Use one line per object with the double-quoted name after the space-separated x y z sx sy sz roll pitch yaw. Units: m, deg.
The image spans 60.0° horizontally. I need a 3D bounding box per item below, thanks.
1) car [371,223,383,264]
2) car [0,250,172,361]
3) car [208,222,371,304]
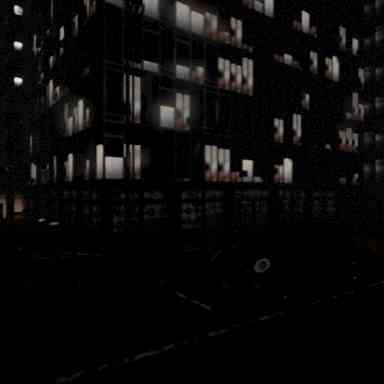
6.839 1.652 11.442 4.829 1.417 1.752 1 -1 -35 "car"
-2.279 1.592 4.942 4.206 1.307 1.802 1 -1 -35 "car"
2.350 1.509 8.243 4.097 1.590 1.967 1 -1 -35 "car"
